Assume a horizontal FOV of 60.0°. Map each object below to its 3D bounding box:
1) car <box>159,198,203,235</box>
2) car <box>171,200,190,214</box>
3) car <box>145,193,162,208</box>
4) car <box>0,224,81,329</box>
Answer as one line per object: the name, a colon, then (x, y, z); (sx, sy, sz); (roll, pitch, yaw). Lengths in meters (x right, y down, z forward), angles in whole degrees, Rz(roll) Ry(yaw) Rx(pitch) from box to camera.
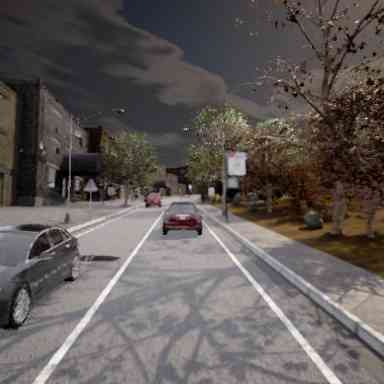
car: (-0.560, 1.348, 19.026); (2.097, 1.767, 4.553); (0, 0, -2)
car: (-1.269, 1.588, 36.495); (1.895, 1.301, 4.718); (0, 0, -2)
car: (-5.413, 1.202, 47.613); (2.150, 2.045, 5.566); (0, 0, -2)
car: (-3.781, 1.506, 6.966); (1.837, 1.490, 4.892); (0, 0, -2)
